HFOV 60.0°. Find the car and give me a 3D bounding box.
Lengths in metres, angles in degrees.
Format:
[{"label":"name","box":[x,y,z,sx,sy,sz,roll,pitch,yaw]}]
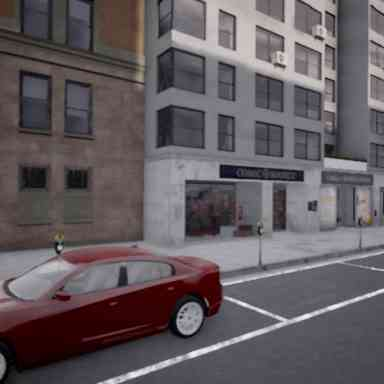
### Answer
[{"label":"car","box":[-1.562,1.560,5.073,4.507,1.381,1.887,1,0,-35]}]
